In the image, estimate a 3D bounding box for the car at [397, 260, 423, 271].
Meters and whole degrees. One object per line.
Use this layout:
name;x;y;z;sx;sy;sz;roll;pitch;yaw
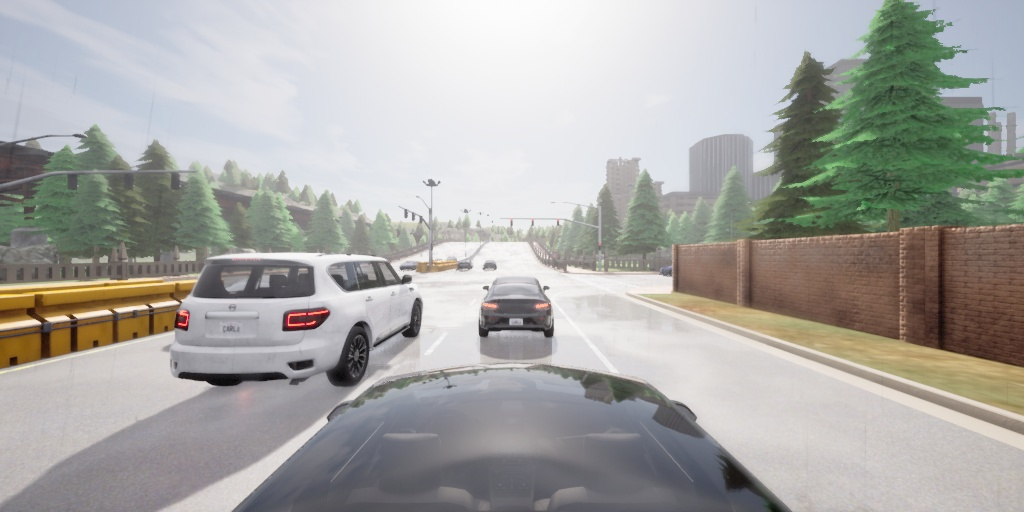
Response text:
car;-13.858;1.296;49.226;2.033;1.411;5.357;0;0;0

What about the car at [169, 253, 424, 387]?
car;-3.416;0.971;7.091;2.150;2.045;5.566;0;0;1

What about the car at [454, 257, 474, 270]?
car;-6.653;1.240;51.509;2.128;1.511;4.902;0;0;0

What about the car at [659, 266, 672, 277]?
car;17.054;1.275;35.442;4.674;1.442;1.812;0;0;0

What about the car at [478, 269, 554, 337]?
car;0.116;1.276;10.146;1.812;1.442;4.674;0;0;1

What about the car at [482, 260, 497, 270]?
car;-3.160;1.275;52.559;1.812;1.442;4.674;0;0;0
